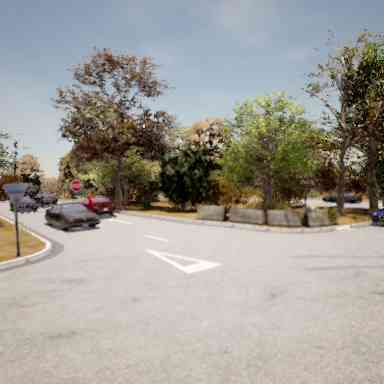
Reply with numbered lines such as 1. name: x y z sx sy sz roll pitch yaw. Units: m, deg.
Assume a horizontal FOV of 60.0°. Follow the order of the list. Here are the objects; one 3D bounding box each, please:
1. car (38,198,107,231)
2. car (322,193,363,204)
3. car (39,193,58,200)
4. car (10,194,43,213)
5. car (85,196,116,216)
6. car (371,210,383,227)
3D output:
1. car: -7.269 1.353 19.808 2.033 1.411 5.357 -4 3 -37
2. car: 21.099 0.809 46.843 2.033 1.411 5.357 -4 4 -36
3. car: -16.714 0.872 37.678 2.128 1.511 4.902 -4 3 -40
4. car: -16.588 1.147 32.674 2.033 1.411 5.357 -4 3 -36
5. car: -7.547 1.055 25.561 1.882 1.535 5.008 -4 3 -36
6. car: 12.750 1.338 18.886 2.002 1.452 4.674 -1 0 -35
